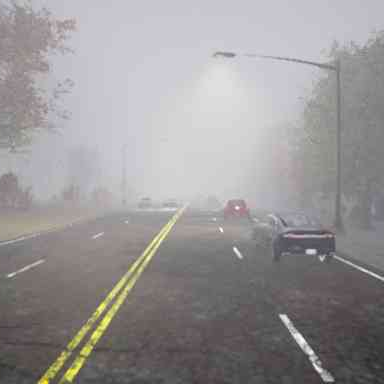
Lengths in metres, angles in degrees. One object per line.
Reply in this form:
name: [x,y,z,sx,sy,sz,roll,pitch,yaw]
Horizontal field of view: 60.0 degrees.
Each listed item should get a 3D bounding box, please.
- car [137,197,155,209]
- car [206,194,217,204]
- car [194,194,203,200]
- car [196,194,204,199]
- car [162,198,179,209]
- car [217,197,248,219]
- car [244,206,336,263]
car: [-6.066,1.392,44.336,1.837,1.490,4.892,0,0,2]
car: [3.589,1.194,58.716,2.097,1.767,4.553,0,0,2]
car: [1.561,1.141,78.512,2.128,1.511,4.902,0,0,2]
car: [2.252,1.152,94.438,1.994,1.385,4.181,0,0,3]
car: [-2.820,1.452,44.096,1.994,1.385,4.181,0,0,1]
car: [3.554,1.290,27.936,2.097,1.767,4.553,0,0,1]
car: [3.383,1.469,11.830,2.128,1.511,4.902,0,0,0]
